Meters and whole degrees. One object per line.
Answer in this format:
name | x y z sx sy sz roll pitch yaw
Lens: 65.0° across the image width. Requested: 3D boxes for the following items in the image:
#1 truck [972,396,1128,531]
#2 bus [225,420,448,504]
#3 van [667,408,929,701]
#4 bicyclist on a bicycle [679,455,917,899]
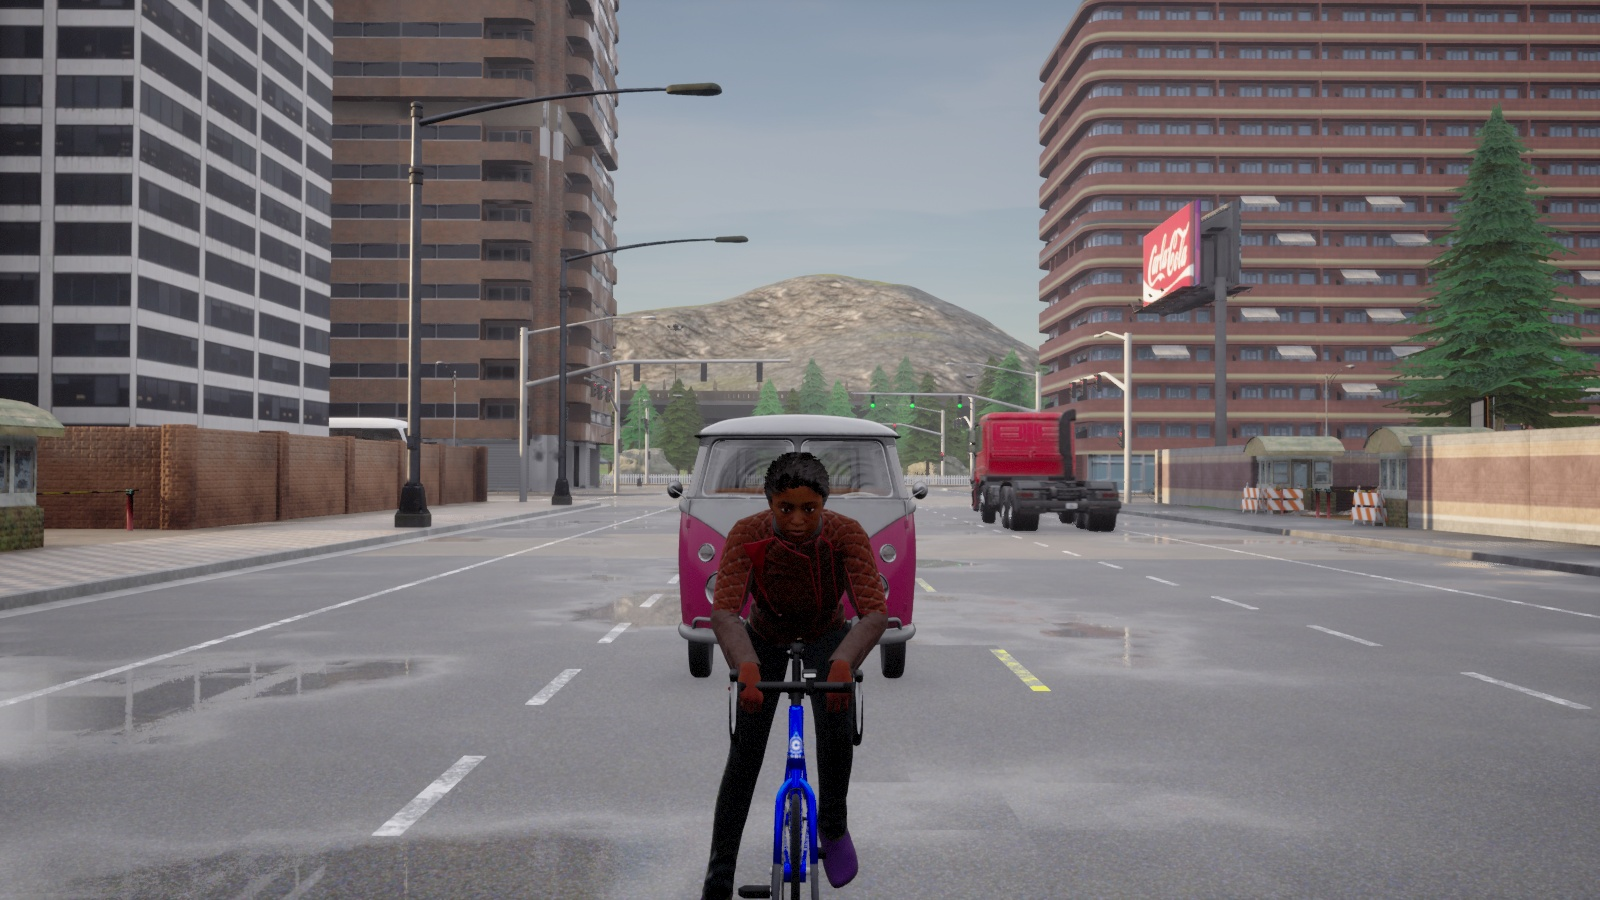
truck | 6.947 0.411 36.176 2.891 3.462 7.936 0 -1 0
bus | -24.146 0.639 65.914 10.273 4.253 3.944 0 -1 0
van | -0.015 0.748 10.772 1.775 1.987 4.442 0 -1 0
bicyclist on a bicycle | -0.005 0.833 3.919 0.582 1.620 1.656 0 -1 0
